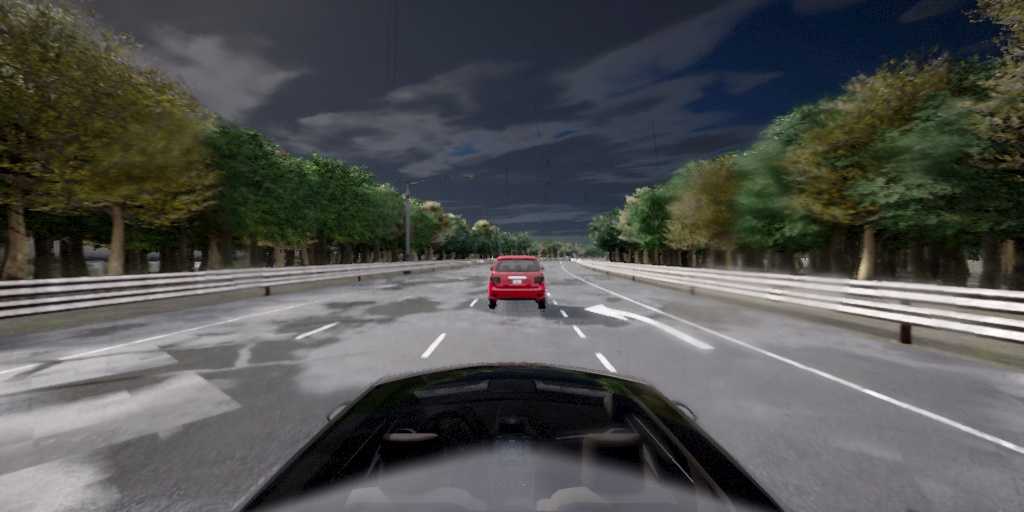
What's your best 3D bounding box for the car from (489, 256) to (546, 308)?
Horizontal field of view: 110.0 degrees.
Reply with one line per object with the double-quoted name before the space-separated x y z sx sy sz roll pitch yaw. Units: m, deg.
"car" 0.234 1.023 15.365 2.150 2.045 5.566 0 0 1
